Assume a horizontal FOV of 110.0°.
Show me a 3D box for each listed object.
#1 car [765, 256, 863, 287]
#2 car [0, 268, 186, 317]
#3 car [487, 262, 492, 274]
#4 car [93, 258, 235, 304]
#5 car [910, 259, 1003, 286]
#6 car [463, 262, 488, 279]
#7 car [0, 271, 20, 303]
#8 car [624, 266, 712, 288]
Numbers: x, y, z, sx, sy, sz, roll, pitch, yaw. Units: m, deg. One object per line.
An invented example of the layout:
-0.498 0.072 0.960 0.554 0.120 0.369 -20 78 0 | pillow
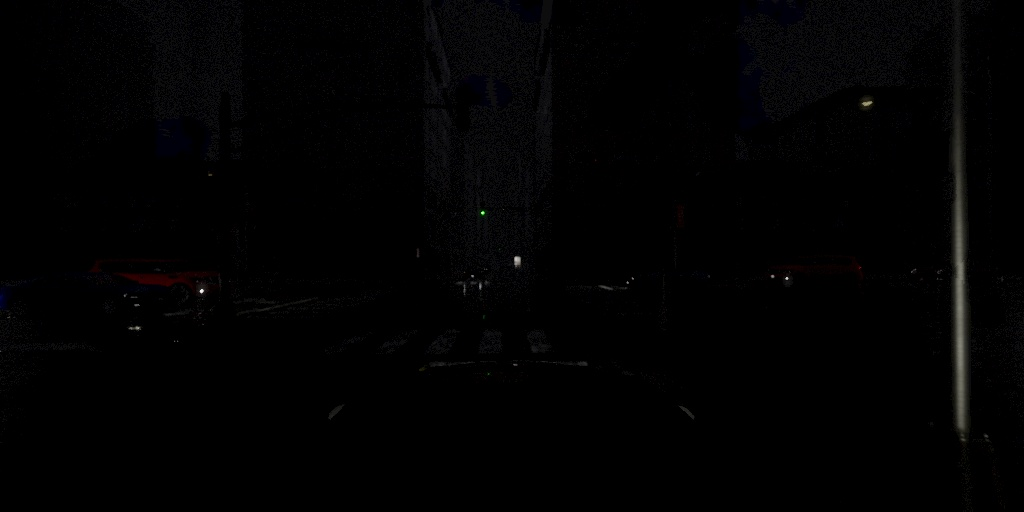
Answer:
20.343 1.015 24.264 5.566 2.045 2.150 0 0 -2 | car
-15.701 1.361 13.439 5.008 1.535 1.882 0 0 -1 | car
-3.906 1.560 45.596 1.837 1.490 4.892 0 0 -1 | car
-16.241 1.128 16.679 5.566 2.045 2.150 0 0 -1 | car
30.237 1.111 24.494 4.553 1.767 2.097 0 0 -1 | car
-3.686 1.580 35.359 1.895 1.301 4.718 0 0 -1 | car
-26.165 1.472 16.433 4.674 1.442 1.812 0 0 -1 | car
10.383 1.379 24.022 5.357 1.411 2.033 0 0 -1 | car
